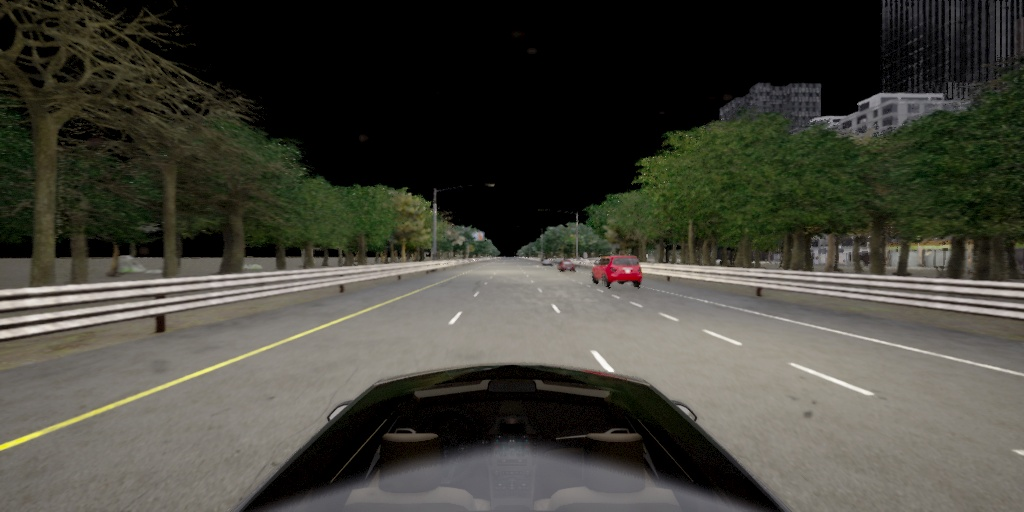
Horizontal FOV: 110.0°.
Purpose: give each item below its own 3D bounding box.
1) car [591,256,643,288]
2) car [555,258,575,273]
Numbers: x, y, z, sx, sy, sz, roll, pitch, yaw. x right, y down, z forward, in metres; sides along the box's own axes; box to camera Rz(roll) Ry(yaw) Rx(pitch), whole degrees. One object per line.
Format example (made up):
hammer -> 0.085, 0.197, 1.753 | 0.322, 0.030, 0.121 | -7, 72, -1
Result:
car -> 6.873, 1.001, 24.012 | 2.150, 2.045, 5.566 | 0, 0, 0
car -> 6.759, 1.303, 45.055 | 1.812, 1.442, 4.674 | 0, 0, 0
